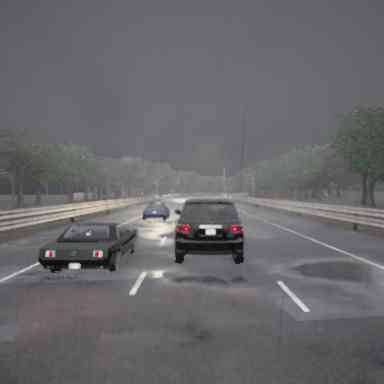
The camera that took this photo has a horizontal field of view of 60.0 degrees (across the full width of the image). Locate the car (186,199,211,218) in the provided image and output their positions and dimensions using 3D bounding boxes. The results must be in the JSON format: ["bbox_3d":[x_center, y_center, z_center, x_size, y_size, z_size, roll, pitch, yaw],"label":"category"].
[{"bbox_3d":[0.559,1.489,30.724,2.128,1.511,4.902,0,0,0],"label":"car"}]

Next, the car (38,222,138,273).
[{"bbox_3d":[-2.967,1.598,10.658,1.895,1.301,4.718,0,0,0],"label":"car"}]

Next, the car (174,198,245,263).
[{"bbox_3d":[0.534,1.223,12.124,2.150,2.045,5.566,0,0,0],"label":"car"}]

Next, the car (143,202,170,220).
[{"bbox_3d":[-2.945,1.559,28.038,1.994,1.385,4.181,0,0,0],"label":"car"}]
